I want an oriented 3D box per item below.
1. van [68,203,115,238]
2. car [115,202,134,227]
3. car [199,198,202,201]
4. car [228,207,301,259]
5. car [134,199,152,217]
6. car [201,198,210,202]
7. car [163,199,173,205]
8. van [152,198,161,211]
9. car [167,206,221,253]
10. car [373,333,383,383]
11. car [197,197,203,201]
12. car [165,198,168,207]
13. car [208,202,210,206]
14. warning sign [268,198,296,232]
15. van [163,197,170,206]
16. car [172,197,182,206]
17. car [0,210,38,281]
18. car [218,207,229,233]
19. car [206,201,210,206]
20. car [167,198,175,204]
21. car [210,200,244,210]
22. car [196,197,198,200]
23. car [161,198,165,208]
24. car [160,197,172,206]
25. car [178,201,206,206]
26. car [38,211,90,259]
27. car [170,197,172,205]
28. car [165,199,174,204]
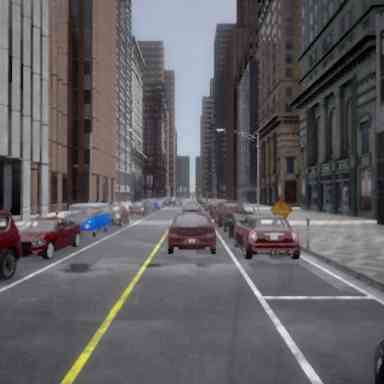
[{"bbox_3d":[-5.770,1.524,18.704,1.690,1.788,3.998,0,-1,0],"label":"van"},{"bbox_3d":[-5.770,1.678,24.340,1.967,1.590,4.097,0,-1,0],"label":"car"},{"bbox_3d":[2.748,2.136,58.165,1.947,1.339,4.313,0,-1,0],"label":"car"},{"bbox_3d":[2.757,1.568,13.078,1.967,1.590,4.097,0,-1,0],"label":"car"},{"bbox_3d":[-5.773,1.788,35.613,1.967,1.590,4.097,0,-1,0],"label":"car"},{"bbox_3d":[2.750,1.898,46.894,1.967,1.590,4.097,0,-1,0],"label":"car"},{"bbox_3d":[-5.782,2.365,80.702,1.947,1.339,4.313,0,-1,0],"label":"car"},{"bbox_3d":[-5.775,1.799,46.886,1.690,1.788,3.998,0,-1,0],"label":"van"},{"bbox_3d":[0.003,1.620,14.471,1.882,1.535,5.008,0,0,0],"label":"car"},{"bbox_3d":[2.760,1.569,1.805,2.008,1.369,4.403,0,-1,0],"label":"car"},{"bbox_3d":[2.744,2.324,75.073,1.802,1.307,4.206,0,-1,0],"label":"car"},{"bbox_3d":[-5.777,2.121,58.156,2.008,1.369,4.403,0,-1,0],"label":"car"},{"bbox_3d":[2.754,1.837,29.986,1.887,1.381,4.507,0,-1,0],"label":"car"},{"bbox_3d":[5.067,1.300,18.876,1.300,1.860,1.060,0,0,0],"label":"warning sign"},{"bbox_3d":[-5.779,1.968,63.795,1.690,1.788,3.998,0,-1,0],"label":"van"},{"bbox_3d":[-3.015,2.221,70.970,2.128,1.511,4.902,0,-1,0],"label":"car"},{"bbox_3d":[-5.767,1.389,7.431,2.192,1.841,5.009,0,-1,0],"label":"car"},{"bbox_3d":[2.756,1.749,18.713,1.947,1.339,4.313,0,-1,0],"label":"car"},{"bbox_3d":[2.753,1.913,35.622,1.947,1.339,4.313,0,-1,0],"label":"car"},{"bbox_3d":[-5.785,2.467,91.974,2.008,1.369,4.403,0,-1,0],"label":"car"},{"bbox_3d":[2.754,1.553,24.352,2.192,1.841,5.009,0,-1,0],"label":"car"},{"bbox_3d":[2.742,2.439,86.345,1.802,1.307,4.206,0,-1,0],"label":"car"},{"bbox_3d":[-5.776,2.037,52.351,1.752,1.417,4.829,0,-1,0],"label":"car"},{"bbox_3d":[-5.782,2.057,75.068,2.192,1.841,5.009,0,-1,0],"label":"car"},{"bbox_3d":[-0.002,1.794,29.294,1.837,1.490,4.892,0,0,0],"label":"car"},{"bbox_3d":[-5.768,1.673,13.066,1.887,1.381,4.507,0,-1,0],"label":"car"},{"bbox_3d":[-5.780,2.125,69.430,1.967,1.590,4.097,0,-1,0],"label":"car"},{"bbox_3d":[-5.783,2.423,86.338,1.947,1.339,4.313,0,-1,0],"label":"car"}]
